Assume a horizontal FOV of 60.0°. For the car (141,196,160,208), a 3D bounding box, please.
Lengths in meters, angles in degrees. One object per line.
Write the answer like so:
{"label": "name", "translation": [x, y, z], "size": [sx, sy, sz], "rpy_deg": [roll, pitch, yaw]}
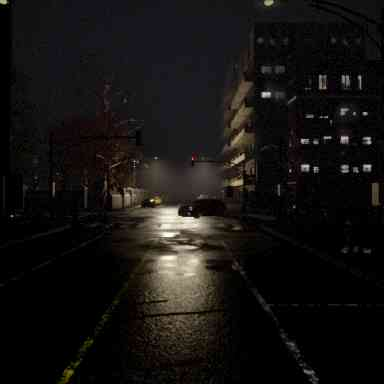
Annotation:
{"label": "car", "translation": [-6.146, 1.600, 47.513], "size": [1.947, 1.339, 4.313], "rpy_deg": [0, 0, -1]}

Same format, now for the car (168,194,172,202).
{"label": "car", "translation": [-6.473, 1.534, 81.294], "size": [1.967, 1.590, 4.097], "rpy_deg": [0, 0, -1]}

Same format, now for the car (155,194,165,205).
{"label": "car", "translation": [-6.253, 1.575, 58.604], "size": [1.752, 1.417, 4.829], "rpy_deg": [0, 0, -1]}

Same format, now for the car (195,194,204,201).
{"label": "car", "translation": [1.853, 1.422, 87.004], "size": [2.192, 1.841, 5.009], "rpy_deg": [0, 0, -1]}

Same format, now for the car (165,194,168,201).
{"label": "car", "translation": [-6.309, 1.375, 64.404], "size": [2.192, 1.841, 5.009], "rpy_deg": [0, 0, -1]}

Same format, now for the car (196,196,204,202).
{"label": "car", "translation": [1.906, 1.639, 81.374], "size": [1.887, 1.381, 4.507], "rpy_deg": [0, 0, -1]}

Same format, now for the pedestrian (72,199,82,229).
{"label": "pedestrian", "translation": [-6.974, 1.301, 19.975], "size": [0.375, 1.860, 0.375], "rpy_deg": [0, 0, -1]}

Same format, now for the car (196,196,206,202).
{"label": "car", "translation": [1.960, 1.633, 75.744], "size": [2.008, 1.369, 4.403], "rpy_deg": [0, 0, -1]}

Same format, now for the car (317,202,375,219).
{"label": "car", "translation": [15.338, 1.932, 32.810], "size": [4.718, 1.301, 1.895], "rpy_deg": [1, 0, -1]}

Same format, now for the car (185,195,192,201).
{"label": "car", "translation": [-0.837, 1.483, 86.701], "size": [1.837, 1.490, 4.892], "rpy_deg": [0, 0, -1]}

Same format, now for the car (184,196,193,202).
{"label": "car", "translation": [-0.737, 1.622, 76.283], "size": [2.033, 1.411, 5.357], "rpy_deg": [0, 0, -1]}

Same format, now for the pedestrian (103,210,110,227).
{"label": "pedestrian", "translation": [-5.431, 1.665, 21.187], "size": [0.500, 1.100, 0.500], "rpy_deg": [0, 0, -1]}

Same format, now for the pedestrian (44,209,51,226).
{"label": "pedestrian", "translation": [-8.938, 1.530, 20.638], "size": [0.500, 1.100, 0.500], "rpy_deg": [0, 0, -1]}

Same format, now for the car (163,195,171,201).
{"label": "car", "translation": [-6.528, 1.547, 86.923], "size": [1.967, 1.590, 4.097], "rpy_deg": [0, 0, -1]}

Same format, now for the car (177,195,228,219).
{"label": "car", "translation": [0.931, 1.370, 29.145], "size": [4.553, 1.767, 2.097], "rpy_deg": [0, 0, -36]}

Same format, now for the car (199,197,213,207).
{"label": "car", "translation": [2.179, 1.586, 53.224], "size": [1.887, 1.381, 4.507], "rpy_deg": [0, 0, -1]}

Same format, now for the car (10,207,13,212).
{"label": "car", "translation": [-18.579, 1.255, 28.958], "size": [5.357, 1.411, 2.033], "rpy_deg": [1, 0, -1]}

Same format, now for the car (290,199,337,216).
{"label": "car", "translation": [13.126, 1.618, 35.377], "size": [5.009, 1.841, 2.192], "rpy_deg": [1, -1, -1]}
